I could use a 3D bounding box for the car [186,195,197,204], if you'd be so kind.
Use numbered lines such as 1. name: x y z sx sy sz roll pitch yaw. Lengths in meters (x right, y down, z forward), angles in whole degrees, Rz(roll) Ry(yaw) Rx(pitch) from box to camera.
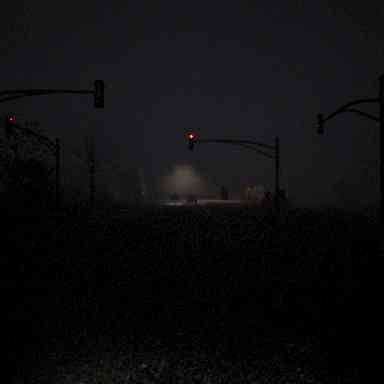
1. car: -0.059 1.417 67.929 2.097 1.767 4.553 0 0 0

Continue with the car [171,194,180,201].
1. car: -3.563 1.188 72.131 1.837 1.490 4.892 0 0 0

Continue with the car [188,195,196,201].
1. car: -0.068 1.417 77.964 1.837 1.490 4.892 0 0 0
